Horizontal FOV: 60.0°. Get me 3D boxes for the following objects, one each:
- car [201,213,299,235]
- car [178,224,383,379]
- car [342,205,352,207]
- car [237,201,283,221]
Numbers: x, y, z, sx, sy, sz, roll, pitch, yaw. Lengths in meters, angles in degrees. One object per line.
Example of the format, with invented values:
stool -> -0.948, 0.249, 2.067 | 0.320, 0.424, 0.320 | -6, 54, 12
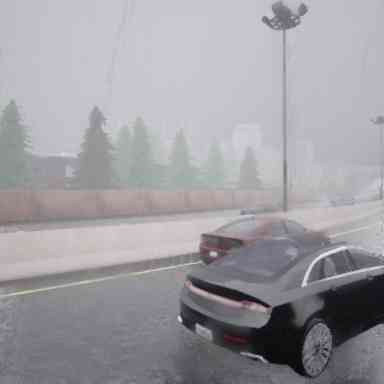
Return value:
car -> 2.469, 1.496, 10.441 | 5.008, 1.535, 1.882 | 0, 0, -40
car -> 2.062, 1.499, 5.571 | 4.902, 1.511, 2.128 | 0, 0, -38
car -> 18.466, 1.514, 39.985 | 2.128, 1.511, 4.902 | 0, 0, 34
car -> 6.054, 1.559, 29.087 | 1.837, 1.490, 4.892 | 0, -1, 40
